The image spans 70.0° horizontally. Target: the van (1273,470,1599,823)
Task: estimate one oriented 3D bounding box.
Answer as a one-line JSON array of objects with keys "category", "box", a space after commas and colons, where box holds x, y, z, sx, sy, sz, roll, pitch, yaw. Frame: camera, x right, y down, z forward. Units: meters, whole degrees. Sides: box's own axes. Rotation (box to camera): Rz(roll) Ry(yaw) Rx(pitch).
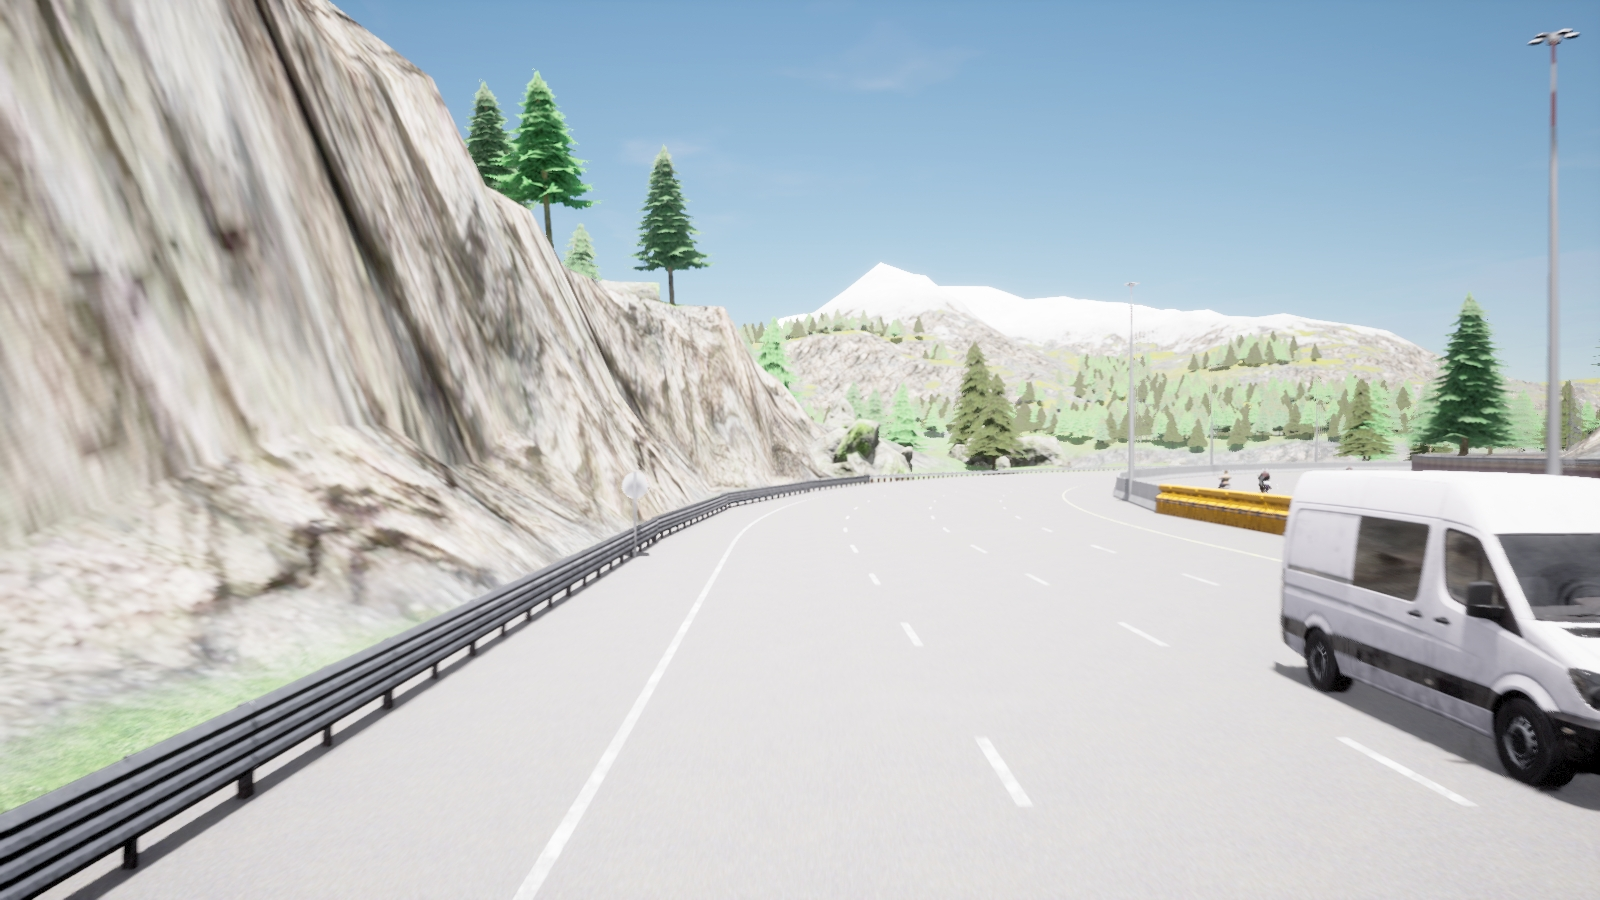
[{"category": "van", "box": [6.993, 1.527, 11.491, 1.988, 2.561, 5.915, 0, 0, 0]}]
